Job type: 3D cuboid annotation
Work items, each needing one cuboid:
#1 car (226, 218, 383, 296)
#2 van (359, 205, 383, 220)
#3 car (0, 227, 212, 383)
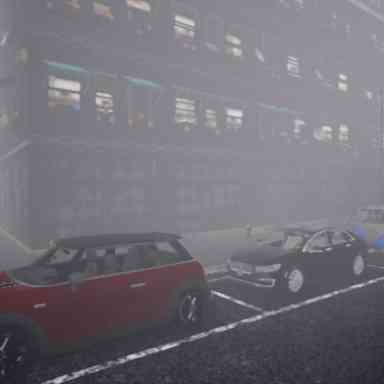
[{"bbox_3d":[2.831,1.547,8.554,4.403,1.369,2.008,0,-1,-36],"label":"car"},{"bbox_3d":[7.389,1.334,11.811,3.998,1.788,1.690,0,-1,-36],"label":"van"},{"bbox_3d":[-1.730,1.439,5.300,4.097,1.590,1.967,0,-1,-36],"label":"car"}]
